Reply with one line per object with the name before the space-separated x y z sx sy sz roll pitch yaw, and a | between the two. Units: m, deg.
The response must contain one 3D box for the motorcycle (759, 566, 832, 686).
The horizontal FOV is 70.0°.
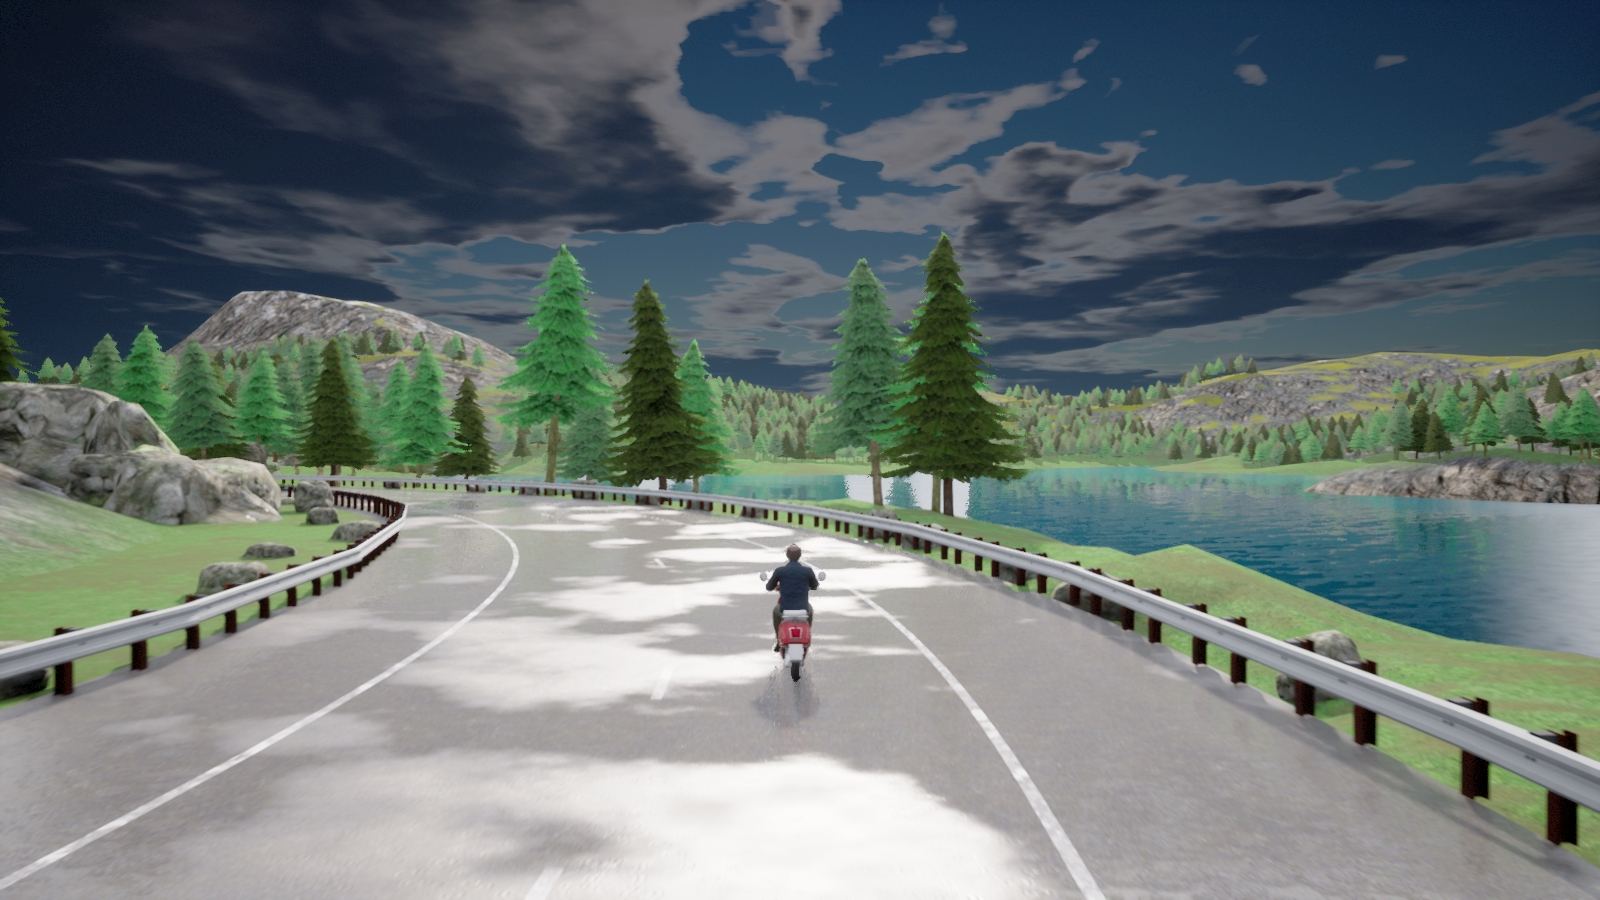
motorcycle | -0.082 2.182 14.468 0.856 1.236 1.805 0 0 -2
